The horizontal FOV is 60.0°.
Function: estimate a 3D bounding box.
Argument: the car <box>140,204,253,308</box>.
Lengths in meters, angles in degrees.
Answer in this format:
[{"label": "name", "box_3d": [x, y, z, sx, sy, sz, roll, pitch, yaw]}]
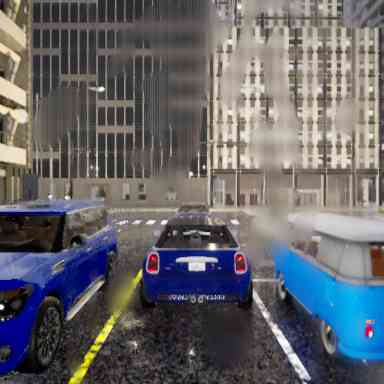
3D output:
[{"label": "car", "box_3d": [0.083, 1.339, 8.030, 2.097, 1.767, 4.553, 0, 0, 0]}]

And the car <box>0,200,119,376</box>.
[{"label": "car", "box_3d": [-2.844, 1.211, 5.954, 2.150, 2.045, 5.566, 0, 0, 0]}]

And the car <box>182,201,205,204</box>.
[{"label": "car", "box_3d": [0.085, 1.325, 18.056, 2.097, 1.767, 4.553, 0, 0, 0]}]

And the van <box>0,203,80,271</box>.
[{"label": "van", "box_3d": [-5.335, 1.324, 11.324, 1.690, 1.788, 3.998, 0, 0, 0]}]

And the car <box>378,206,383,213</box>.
[{"label": "car", "box_3d": [18.980, 1.435, 29.080, 4.829, 1.417, 1.752, 0, 0, 0]}]

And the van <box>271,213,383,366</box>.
[{"label": "van", "box_3d": [2.558, 1.332, 5.657, 1.690, 1.788, 3.998, 0, 0, 0]}]
